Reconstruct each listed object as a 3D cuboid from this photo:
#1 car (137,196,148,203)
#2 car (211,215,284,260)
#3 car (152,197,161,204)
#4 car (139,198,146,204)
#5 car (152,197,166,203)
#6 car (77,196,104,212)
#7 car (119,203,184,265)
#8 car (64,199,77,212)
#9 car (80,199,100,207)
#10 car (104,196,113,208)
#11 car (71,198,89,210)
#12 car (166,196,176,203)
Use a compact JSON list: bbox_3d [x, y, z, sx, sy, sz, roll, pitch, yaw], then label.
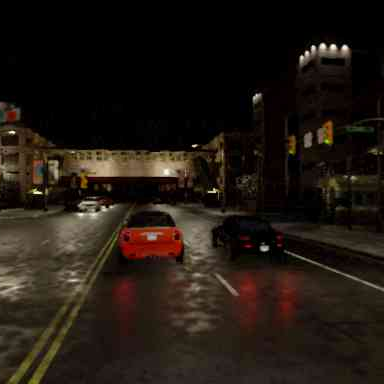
[{"bbox_3d":[-11.121,1.914,74.537,2.150,2.045,5.566,0,0,-8],"label":"car"},{"bbox_3d":[1.972,1.623,12.772,1.812,1.442,4.674,0,0,-8],"label":"car"},{"bbox_3d":[-9.161,2.061,85.312,2.097,1.767,4.553,0,0,-9],"label":"car"},{"bbox_3d":[-12.625,2.246,84.811,1.812,1.442,4.674,0,0,-9],"label":"car"},{"bbox_3d":[-7.656,2.214,75.038,2.033,1.411,5.357,0,0,-8],"label":"car"},{"bbox_3d":[-13.846,1.688,45.739,2.150,2.045,5.566,0,0,-8],"label":"car"},{"bbox_3d":[-1.538,1.467,12.493,2.097,1.767,4.553,0,-1,-8],"label":"car"},{"bbox_3d":[-17.035,1.982,47.759,2.097,1.535,5.008,0,0,-9],"label":"car"},{"bbox_3d":[-19.771,2.142,64.740,2.231,1.521,4.892,0,0,1],"label":"car"},{"bbox_3d":[-15.762,1.807,58.412,2.150,2.045,5.566,0,-1,-8],"label":"car"},{"bbox_3d":[-18.157,1.916,54.088,2.185,1.767,4.553,0,0,-9],"label":"car"},{"bbox_3d":[-4.956,2.286,78.397,1.895,1.301,4.718,0,0,-9],"label":"car"}]
